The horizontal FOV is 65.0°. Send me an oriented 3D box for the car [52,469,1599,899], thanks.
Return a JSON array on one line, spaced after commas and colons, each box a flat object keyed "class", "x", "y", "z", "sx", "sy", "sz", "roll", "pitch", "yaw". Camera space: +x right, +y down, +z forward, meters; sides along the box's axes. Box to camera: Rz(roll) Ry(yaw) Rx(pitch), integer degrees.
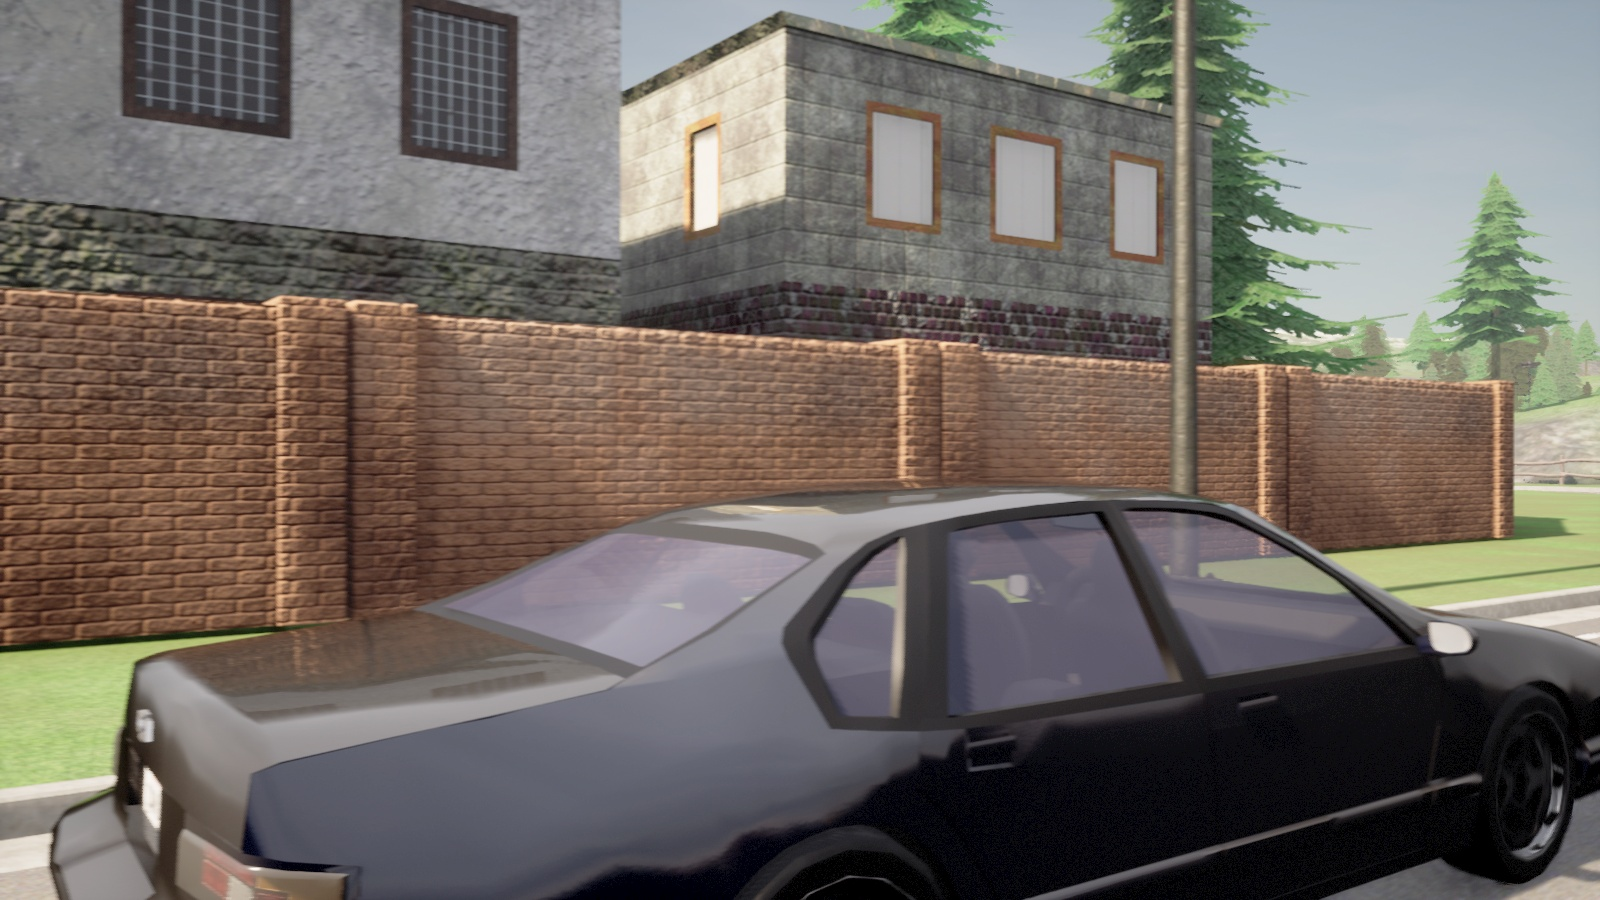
[{"class": "car", "x": 0.718, "y": 0.801, "z": 4.159, "sx": 5.357, "sy": 1.411, "sz": 2.033, "roll": 0, "pitch": 0, "yaw": -35}]
